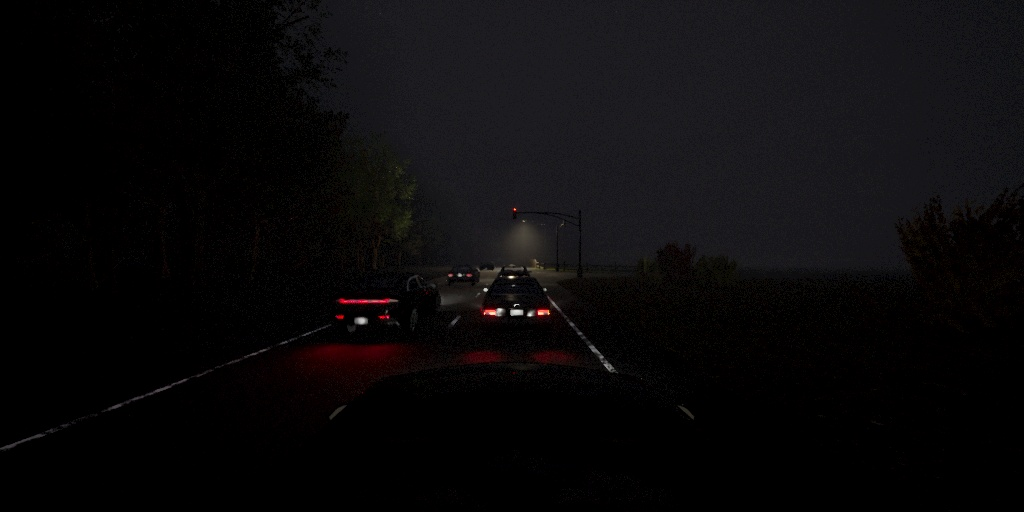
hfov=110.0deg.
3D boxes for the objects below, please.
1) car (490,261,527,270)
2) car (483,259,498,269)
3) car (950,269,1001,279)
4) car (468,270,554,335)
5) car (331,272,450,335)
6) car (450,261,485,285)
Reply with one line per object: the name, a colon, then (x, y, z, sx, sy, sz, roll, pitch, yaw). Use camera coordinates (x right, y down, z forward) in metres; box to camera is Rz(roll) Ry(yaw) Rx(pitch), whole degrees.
car: (0.103, 1.246, 20.219, 2.128, 1.511, 4.902, 0, 0, 0)
car: (-3.404, 1.357, 50.091, 1.895, 1.301, 4.718, 0, 0, 0)
car: (50.203, 1.896, 38.862, 4.718, 1.301, 1.895, 1, -1, 0)
car: (0.101, 1.300, 10.470, 2.033, 1.411, 5.357, 0, 0, 0)
car: (-3.400, 1.243, 10.511, 2.128, 1.511, 4.902, 0, 0, 0)
car: (-3.395, 1.303, 25.821, 2.033, 1.411, 5.357, 0, 0, 0)
